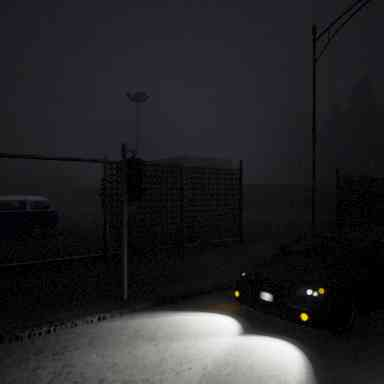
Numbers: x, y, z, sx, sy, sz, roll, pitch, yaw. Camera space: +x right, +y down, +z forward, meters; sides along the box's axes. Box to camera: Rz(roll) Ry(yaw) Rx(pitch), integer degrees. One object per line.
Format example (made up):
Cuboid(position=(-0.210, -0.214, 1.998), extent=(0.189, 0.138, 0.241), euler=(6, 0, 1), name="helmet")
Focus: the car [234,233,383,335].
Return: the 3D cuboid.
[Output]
Cuboid(position=(2.839, 1.575, 6.788), extent=(4.181, 1.385, 1.994), euler=(0, 0, -37), name="car")
